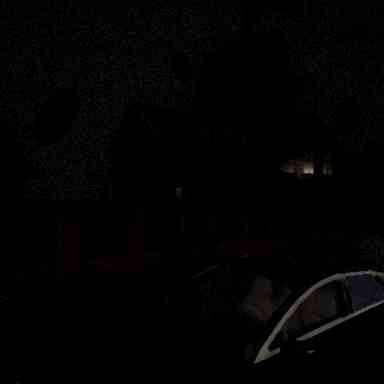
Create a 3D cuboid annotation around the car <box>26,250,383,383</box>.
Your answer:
[{"bbox_3d":[0.861,1.492,3.635,4.902,1.511,2.128,0,0,-35],"label":"car"}]
